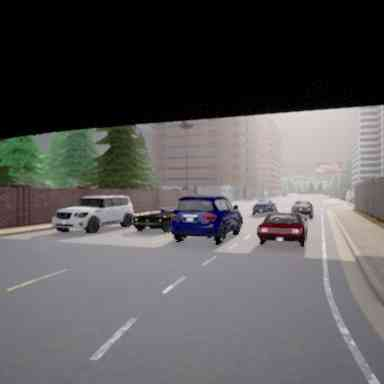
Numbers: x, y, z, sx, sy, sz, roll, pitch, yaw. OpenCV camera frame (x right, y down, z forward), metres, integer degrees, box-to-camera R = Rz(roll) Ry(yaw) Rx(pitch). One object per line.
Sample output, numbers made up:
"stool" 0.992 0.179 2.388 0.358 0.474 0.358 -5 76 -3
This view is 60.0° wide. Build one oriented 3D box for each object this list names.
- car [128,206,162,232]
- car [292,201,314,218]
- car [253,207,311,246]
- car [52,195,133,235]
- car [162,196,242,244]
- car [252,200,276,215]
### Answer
"car" -1.590 1.585 19.807 1.895 1.301 4.718 0 0 21
"car" 10.038 1.524 30.209 2.033 1.411 5.357 0 0 21
"car" 4.321 1.588 15.363 1.895 1.301 4.718 0 0 21
"car" -5.495 1.209 19.435 2.150 2.045 5.566 0 0 21
"car" 0.861 1.209 16.014 2.150 2.045 5.566 0 0 20
"car" 7.088 1.500 32.285 1.812 1.442 4.674 0 0 21
